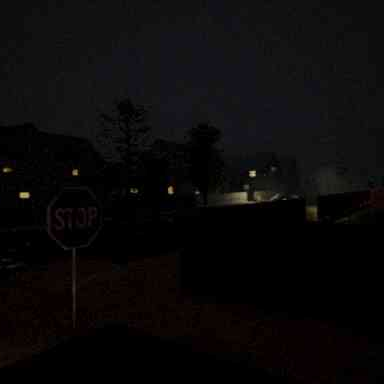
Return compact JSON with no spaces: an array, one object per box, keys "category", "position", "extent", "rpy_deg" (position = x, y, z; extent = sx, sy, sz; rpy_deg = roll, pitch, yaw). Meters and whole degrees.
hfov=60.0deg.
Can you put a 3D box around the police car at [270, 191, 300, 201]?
[{"category":"police car","position":[10.363,0.707,37.165],"extent":[2.038,1.542,4.974],"rpy_deg":[-1,1,36]}]
